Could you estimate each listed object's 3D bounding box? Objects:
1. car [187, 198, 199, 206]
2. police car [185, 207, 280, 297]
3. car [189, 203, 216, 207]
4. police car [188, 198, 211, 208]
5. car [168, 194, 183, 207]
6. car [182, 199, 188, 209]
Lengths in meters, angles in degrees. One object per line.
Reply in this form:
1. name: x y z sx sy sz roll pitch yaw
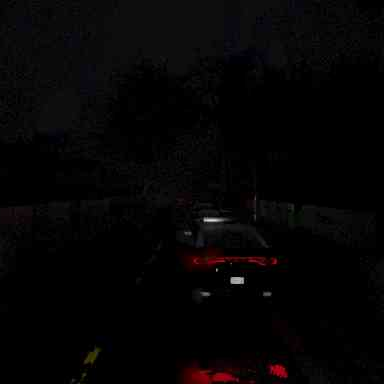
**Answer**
1. car: 0.137 1.729 58.981 1.994 1.385 4.181 0 0 0
2. police car: 0.843 1.432 8.730 1.930 1.638 5.238 0 0 0
3. car: 0.866 1.543 18.624 1.812 1.442 4.674 0 0 0
4. police car: 0.881 1.453 24.738 1.930 1.638 5.238 0 0 0
5. car: -2.626 1.362 54.350 2.150 2.045 5.566 0 0 0
6. car: 0.120 1.666 45.423 1.994 1.385 4.181 0 0 2
